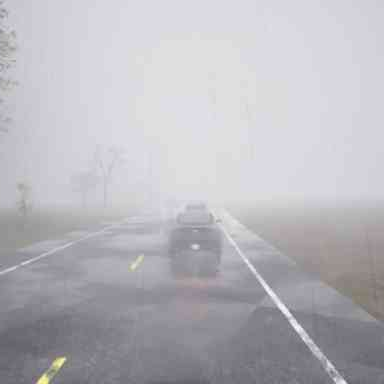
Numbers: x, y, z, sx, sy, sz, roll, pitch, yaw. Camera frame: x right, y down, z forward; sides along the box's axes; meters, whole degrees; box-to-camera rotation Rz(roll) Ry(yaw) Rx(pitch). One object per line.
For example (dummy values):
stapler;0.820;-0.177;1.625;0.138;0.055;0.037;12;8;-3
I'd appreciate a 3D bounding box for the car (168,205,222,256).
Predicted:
car;0.129;1.484;12.978;1.837;1.490;4.892;0;0;1

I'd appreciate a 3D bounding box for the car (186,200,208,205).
car;0.440;1.429;29.730;1.882;1.535;5.008;0;0;2

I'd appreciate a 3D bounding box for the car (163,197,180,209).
car;-2.699;1.428;44.260;1.837;1.490;4.892;0;1;3
